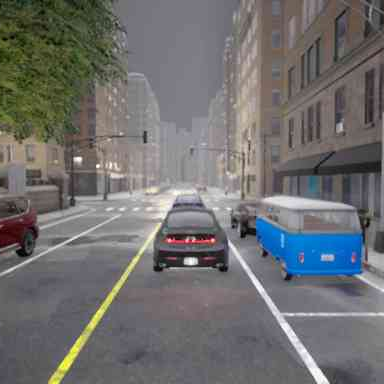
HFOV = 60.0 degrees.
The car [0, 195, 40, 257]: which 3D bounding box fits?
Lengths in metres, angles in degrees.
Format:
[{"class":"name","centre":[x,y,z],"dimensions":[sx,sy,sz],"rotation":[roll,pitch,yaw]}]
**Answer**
[{"class":"car","centre":[-5.765,1.039,8.528],"dimensions":[2.192,1.841,5.009],"rotation":[0,2,-1]}]

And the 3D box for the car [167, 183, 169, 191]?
[{"class":"car","centre":[-6.448,-0.688,68.541],"dimensions":[1.887,1.381,4.507],"rotation":[0,2,-1]}]

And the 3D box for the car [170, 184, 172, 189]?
[{"class":"car","centre":[-6.572,-1.029,79.437],"dimensions":[2.008,1.369,4.403],"rotation":[0,2,-1]}]

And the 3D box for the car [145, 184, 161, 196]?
[{"class":"car","centre":[-6.259,-0.174,52.028],"dimensions":[1.752,1.417,4.829],"rotation":[0,2,-1]}]

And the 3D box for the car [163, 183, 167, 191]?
[{"class":"car","centre":[-6.385,-0.513,63.093],"dimensions":[1.887,1.381,4.507],"rotation":[0,2,-1]}]

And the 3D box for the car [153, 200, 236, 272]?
[{"class":"car","centre":[-0.041,1.189,9.651],"dimensions":[1.837,1.490,4.892],"rotation":[0,2,0]}]

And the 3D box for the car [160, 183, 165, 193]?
[{"class":"car","centre":[-6.323,-0.331,57.646],"dimensions":[2.008,1.369,4.403],"rotation":[0,2,-1]}]

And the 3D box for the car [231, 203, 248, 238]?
[{"class":"car","centre":[2.695,1.096,14.330],"dimensions":[1.947,1.339,4.313],"rotation":[0,2,-1]}]

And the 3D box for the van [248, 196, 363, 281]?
[{"class":"van","centre":[2.759,1.055,8.666],"dimensions":[1.690,1.788,3.998],"rotation":[0,2,-1]}]

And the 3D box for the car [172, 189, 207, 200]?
[{"class":"car","centre":[-0.192,0.828,19.891],"dimensions":[1.882,1.535,5.008],"rotation":[0,2,0]}]

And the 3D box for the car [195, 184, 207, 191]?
[{"class":"car","centre":[2.076,-0.801,68.670],"dimensions":[1.967,1.590,4.097],"rotation":[0,2,-1]}]
